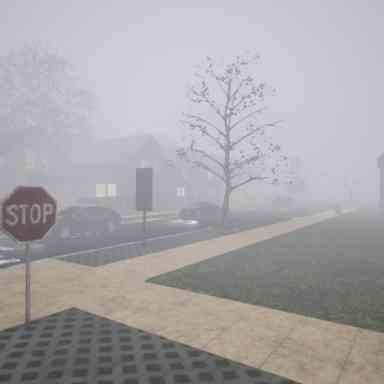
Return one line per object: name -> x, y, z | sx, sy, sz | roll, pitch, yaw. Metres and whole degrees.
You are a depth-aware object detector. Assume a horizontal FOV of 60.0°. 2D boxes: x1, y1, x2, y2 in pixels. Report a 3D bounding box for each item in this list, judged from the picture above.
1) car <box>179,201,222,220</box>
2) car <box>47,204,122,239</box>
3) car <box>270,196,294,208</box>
car -> 0.766, 1.429, 26.794 | 1.994, 1.385, 4.181 | 1, 1, 34
car -> -5.787, 1.430, 17.035 | 1.837, 1.490, 4.892 | 1, 1, 34
car -> 11.712, 1.272, 42.992 | 1.837, 1.490, 4.892 | 1, 0, 34
